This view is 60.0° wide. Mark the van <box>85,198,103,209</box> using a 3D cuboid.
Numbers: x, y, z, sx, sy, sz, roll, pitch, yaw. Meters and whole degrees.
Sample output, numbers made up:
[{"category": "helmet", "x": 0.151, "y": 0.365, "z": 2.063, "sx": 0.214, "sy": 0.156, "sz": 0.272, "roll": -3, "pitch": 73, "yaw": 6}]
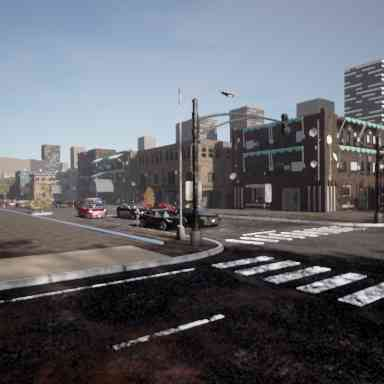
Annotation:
[{"category": "van", "x": -16.795, "y": 1.952, "z": 56.877, "sx": 1.690, "sy": 1.788, "sz": 3.998, "roll": -1, "pitch": 0, "yaw": -37}]

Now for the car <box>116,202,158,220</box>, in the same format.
[{"category": "car", "x": -5.729, "y": 1.856, "z": 32.391, "sx": 2.128, "sy": 1.511, "sz": 4.902, "roll": -1, "pitch": 0, "yaw": -37}]

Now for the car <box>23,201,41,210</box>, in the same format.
[{"category": "car", "x": -26.714, "y": 2.263, "z": 56.163, "sx": 1.752, "sy": 1.417, "sz": 4.829, "roll": -1, "pitch": 0, "yaw": -37}]

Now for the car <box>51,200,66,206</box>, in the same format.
[{"category": "car", "x": -30.031, "y": 2.412, "z": 74.621, "sx": 1.947, "sy": 1.339, "sz": 4.313, "roll": -1, "pitch": 0, "yaw": -37}]

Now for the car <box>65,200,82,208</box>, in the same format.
[{"category": "car", "x": -23.411, "y": 2.274, "z": 65.749, "sx": 1.887, "sy": 1.381, "sz": 4.507, "roll": -1, "pitch": 0, "yaw": -37}]

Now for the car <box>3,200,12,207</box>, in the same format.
[{"category": "car", "x": -40.059, "y": 2.413, "z": 74.043, "sx": 1.967, "sy": 1.590, "sz": 4.097, "roll": -1, "pitch": 0, "yaw": -37}]

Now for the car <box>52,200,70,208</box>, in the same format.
[{"category": "car", "x": -24.922, "y": 2.245, "z": 63.446, "sx": 1.837, "sy": 1.490, "sz": 4.892, "roll": -1, "pitch": 0, "yaw": -36}]

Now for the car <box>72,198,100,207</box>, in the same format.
[{"category": "car", "x": -16.725, "y": 1.947, "z": 52.426, "sx": 2.097, "sy": 1.767, "sz": 4.553, "roll": -1, "pitch": 0, "yaw": -35}]

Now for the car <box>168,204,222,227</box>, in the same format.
[{"category": "car", "x": 0.245, "y": 1.812, "z": 24.360, "sx": 1.994, "sy": 1.385, "sz": 4.181, "roll": -1, "pitch": 0, "yaw": -38}]

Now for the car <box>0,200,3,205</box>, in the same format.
[{"category": "car", "x": -43.368, "y": 2.581, "z": 78.480, "sx": 2.008, "sy": 1.369, "sz": 4.403, "roll": -1, "pitch": 0, "yaw": -37}]

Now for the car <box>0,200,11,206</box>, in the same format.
[{"category": "car", "x": -46.677, "y": 2.632, "z": 82.916, "sx": 1.887, "sy": 1.381, "sz": 4.507, "roll": -1, "pitch": 0, "yaw": -37}]

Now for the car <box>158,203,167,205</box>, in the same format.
[{"category": "car", "x": -3.548, "y": 1.946, "z": 39.133, "sx": 1.802, "sy": 1.307, "sz": 4.206, "roll": -1, "pitch": 0, "yaw": -37}]

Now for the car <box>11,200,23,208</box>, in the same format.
[{"category": "car", "x": -33.437, "y": 2.407, "z": 65.172, "sx": 2.008, "sy": 1.369, "sz": 4.403, "roll": -1, "pitch": 0, "yaw": -37}]

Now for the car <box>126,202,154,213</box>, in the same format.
[{"category": "car", "x": -6.858, "y": 2.009, "z": 43.568, "sx": 1.802, "sy": 1.307, "sz": 4.206, "roll": -1, "pitch": 0, "yaw": -37}]

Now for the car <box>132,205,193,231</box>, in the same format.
[{"category": "car", "x": -2.062, "y": 1.839, "z": 22.925, "sx": 1.947, "sy": 1.339, "sz": 4.313, "roll": -1, "pitch": 0, "yaw": -37}]

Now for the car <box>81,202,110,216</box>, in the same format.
[{"category": "car", "x": -11.845, "y": 2.007, "z": 40.602, "sx": 1.812, "sy": 1.442, "sz": 4.674, "roll": -1, "pitch": 0, "yaw": -36}]

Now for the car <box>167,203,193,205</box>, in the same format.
[{"category": "car", "x": -0.238, "y": 1.851, "z": 34.696, "sx": 2.008, "sy": 1.369, "sz": 4.403, "roll": -1, "pitch": 0, "yaw": -37}]

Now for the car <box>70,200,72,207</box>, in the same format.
[{"category": "car", "x": -20.106, "y": 1.985, "z": 61.312, "sx": 2.192, "sy": 1.841, "sz": 5.009, "roll": -1, "pitch": 0, "yaw": -37}]

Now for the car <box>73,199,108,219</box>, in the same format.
[{"category": "car", "x": -10.267, "y": 1.873, "z": 34.118, "sx": 1.967, "sy": 1.590, "sz": 4.097, "roll": -1, "pitch": 0, "yaw": -37}]
